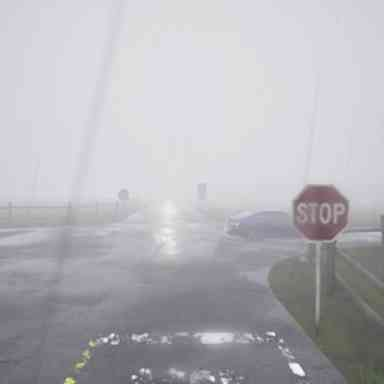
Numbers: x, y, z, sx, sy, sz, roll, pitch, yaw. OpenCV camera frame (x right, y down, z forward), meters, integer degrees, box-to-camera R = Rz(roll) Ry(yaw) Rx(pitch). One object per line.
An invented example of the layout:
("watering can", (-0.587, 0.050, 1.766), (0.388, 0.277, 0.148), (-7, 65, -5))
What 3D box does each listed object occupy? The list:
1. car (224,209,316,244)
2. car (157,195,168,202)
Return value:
("car", (3.832, 1.515, 15.332), (4.674, 1.442, 1.812), (1, 1, -7))
("car", (-6.025, 1.251, 67.096), (1.812, 1.442, 4.674), (0, 0, -5))
